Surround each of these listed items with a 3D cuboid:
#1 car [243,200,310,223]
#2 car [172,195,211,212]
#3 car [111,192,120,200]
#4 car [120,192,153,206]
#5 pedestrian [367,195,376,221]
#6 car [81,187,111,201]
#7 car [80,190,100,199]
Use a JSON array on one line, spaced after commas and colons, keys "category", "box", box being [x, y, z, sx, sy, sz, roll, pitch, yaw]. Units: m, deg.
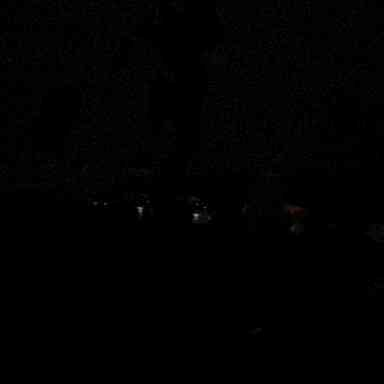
[{"category": "car", "box": [5.707, 1.188, 22.951, 1.882, 1.535, 5.008, 1, 1, -36]}, {"category": "car", "box": [-0.197, 1.056, 31.189, 1.812, 1.442, 4.674, 1, 1, -36]}, {"category": "car", "box": [-13.510, 0.684, 54.792, 1.895, 1.301, 4.718, 1, 1, -36]}, {"category": "car", "box": [-6.449, 0.846, 39.916, 1.837, 1.490, 4.892, 1, 1, -35]}, {"category": "pedestrian", "box": [12.646, 1.107, 23.530, 0.375, 1.860, 0.375, 2, -1, -36]}, {"category": "car", "box": [-15.240, 0.296, 52.328, 2.150, 2.045, 5.566, 1, 1, -36]}, {"category": "car", "box": [-19.382, 0.457, 62.986, 2.033, 1.411, 5.357, 1, 1, -36]}]
